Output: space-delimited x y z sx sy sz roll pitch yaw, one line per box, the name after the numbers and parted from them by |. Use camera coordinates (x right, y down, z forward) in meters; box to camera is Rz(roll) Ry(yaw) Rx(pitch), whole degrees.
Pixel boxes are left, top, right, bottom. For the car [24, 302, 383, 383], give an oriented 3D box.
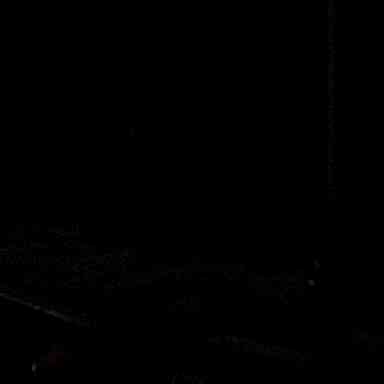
0.400 1.582 2.525 4.206 1.307 1.802 0 0 35 | car
